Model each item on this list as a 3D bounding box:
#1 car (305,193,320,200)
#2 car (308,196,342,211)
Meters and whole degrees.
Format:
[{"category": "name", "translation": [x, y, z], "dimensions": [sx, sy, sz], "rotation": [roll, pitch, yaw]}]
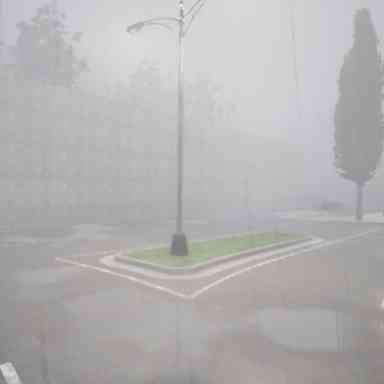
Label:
[{"category": "car", "translation": [21.677, 0.956, 58.940], "dimensions": [1.994, 1.385, 4.181], "rotation": [1, 5, -45]}, {"category": "car", "translation": [15.785, 1.515, 38.927], "dimensions": [1.895, 1.301, 4.718], "rotation": [1, 0, 44]}]
